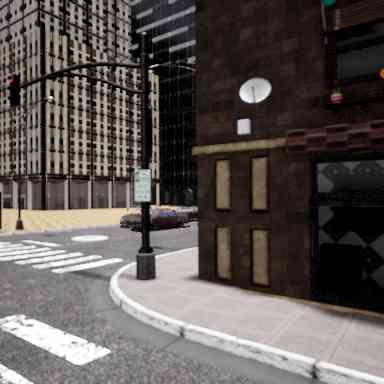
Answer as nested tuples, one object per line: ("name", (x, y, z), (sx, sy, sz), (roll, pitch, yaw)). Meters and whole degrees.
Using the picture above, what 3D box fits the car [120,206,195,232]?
("car", (-2.328, 1.867, 23.122), (2.033, 1.411, 5.357), (-1, -1, 35))

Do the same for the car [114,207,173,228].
("car", (-3.680, 1.919, 25.953), (2.008, 1.369, 4.403), (-2, -2, 35))

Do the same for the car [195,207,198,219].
("car", (-0.494, 2.001, 30.521), (2.008, 1.369, 4.403), (-2, -2, 35))
